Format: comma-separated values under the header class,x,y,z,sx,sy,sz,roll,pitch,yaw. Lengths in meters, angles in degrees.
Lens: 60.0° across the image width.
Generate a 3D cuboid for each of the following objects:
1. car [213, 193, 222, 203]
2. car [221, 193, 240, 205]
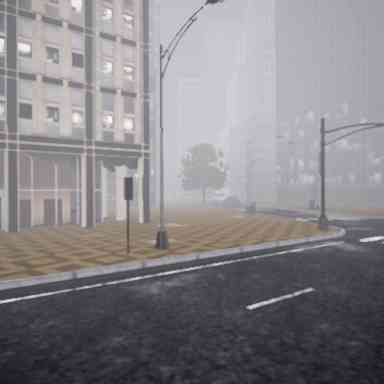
class,x,y,z,sx,sy,sz,roll,pitch,yaw
car,6.123,1.314,74.405,2.150,2.045,5.566,0,0,-8
car,7.599,1.484,63.775,2.097,1.767,4.553,0,0,-7
